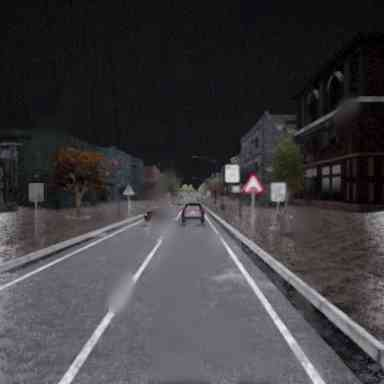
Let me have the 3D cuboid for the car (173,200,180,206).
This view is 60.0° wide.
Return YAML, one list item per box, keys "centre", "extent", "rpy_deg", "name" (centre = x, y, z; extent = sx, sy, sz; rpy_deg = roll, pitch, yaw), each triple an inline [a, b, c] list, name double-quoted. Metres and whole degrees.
- centre: [-3.013, 2.351, 71.699]
  extent: [1.994, 1.385, 4.181]
  rpy_deg: [0, -1, 0]
  name: "car"

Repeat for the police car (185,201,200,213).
- centre: [0.040, 2.065, 47.115]
  extent: [2.038, 1.542, 4.974]
  rpy_deg: [0, -1, 0]
  name: "police car"

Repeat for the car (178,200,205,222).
- centre: [0.088, 1.752, 29.321]
  extent: [2.033, 1.649, 4.856]
  rpy_deg: [0, -1, 0]
  name: "car"

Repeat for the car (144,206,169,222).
- centre: [-3.102, 1.926, 29.892]
  extent: [1.895, 1.301, 4.718]
  rpy_deg: [0, -1, 0]
  name: "car"
